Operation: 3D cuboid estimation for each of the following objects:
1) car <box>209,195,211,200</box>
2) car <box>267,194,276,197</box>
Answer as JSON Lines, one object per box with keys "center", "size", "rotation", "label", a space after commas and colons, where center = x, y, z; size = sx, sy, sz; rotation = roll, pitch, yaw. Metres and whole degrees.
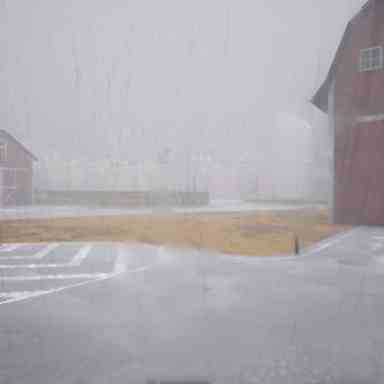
{"center": [3.137, 1.160, 89.564], "size": [1.932, 1.855, 4.605], "rotation": [0, 0, 35], "label": "car"}
{"center": [22.208, 1.411, 92.462], "size": [2.242, 1.667, 4.611], "rotation": [0, 0, 35], "label": "car"}
